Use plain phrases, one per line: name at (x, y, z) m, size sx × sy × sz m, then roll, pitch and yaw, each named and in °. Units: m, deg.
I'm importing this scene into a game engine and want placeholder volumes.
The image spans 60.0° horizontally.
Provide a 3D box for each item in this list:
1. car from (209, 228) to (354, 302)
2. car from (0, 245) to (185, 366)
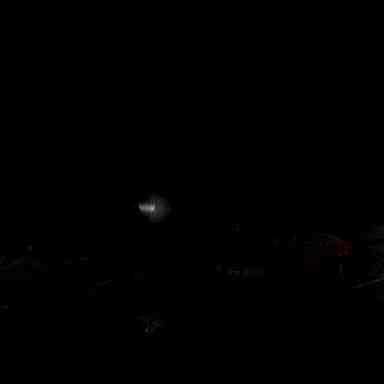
car at (2.365, 1.582, 8.220) m, size 4.206 × 1.307 × 1.802 m, roll 0°, pitch 0°, yaw -35°
car at (-2.115, 1.566, 5.027) m, size 4.313 × 1.339 × 1.947 m, roll 0°, pitch 0°, yaw -35°
